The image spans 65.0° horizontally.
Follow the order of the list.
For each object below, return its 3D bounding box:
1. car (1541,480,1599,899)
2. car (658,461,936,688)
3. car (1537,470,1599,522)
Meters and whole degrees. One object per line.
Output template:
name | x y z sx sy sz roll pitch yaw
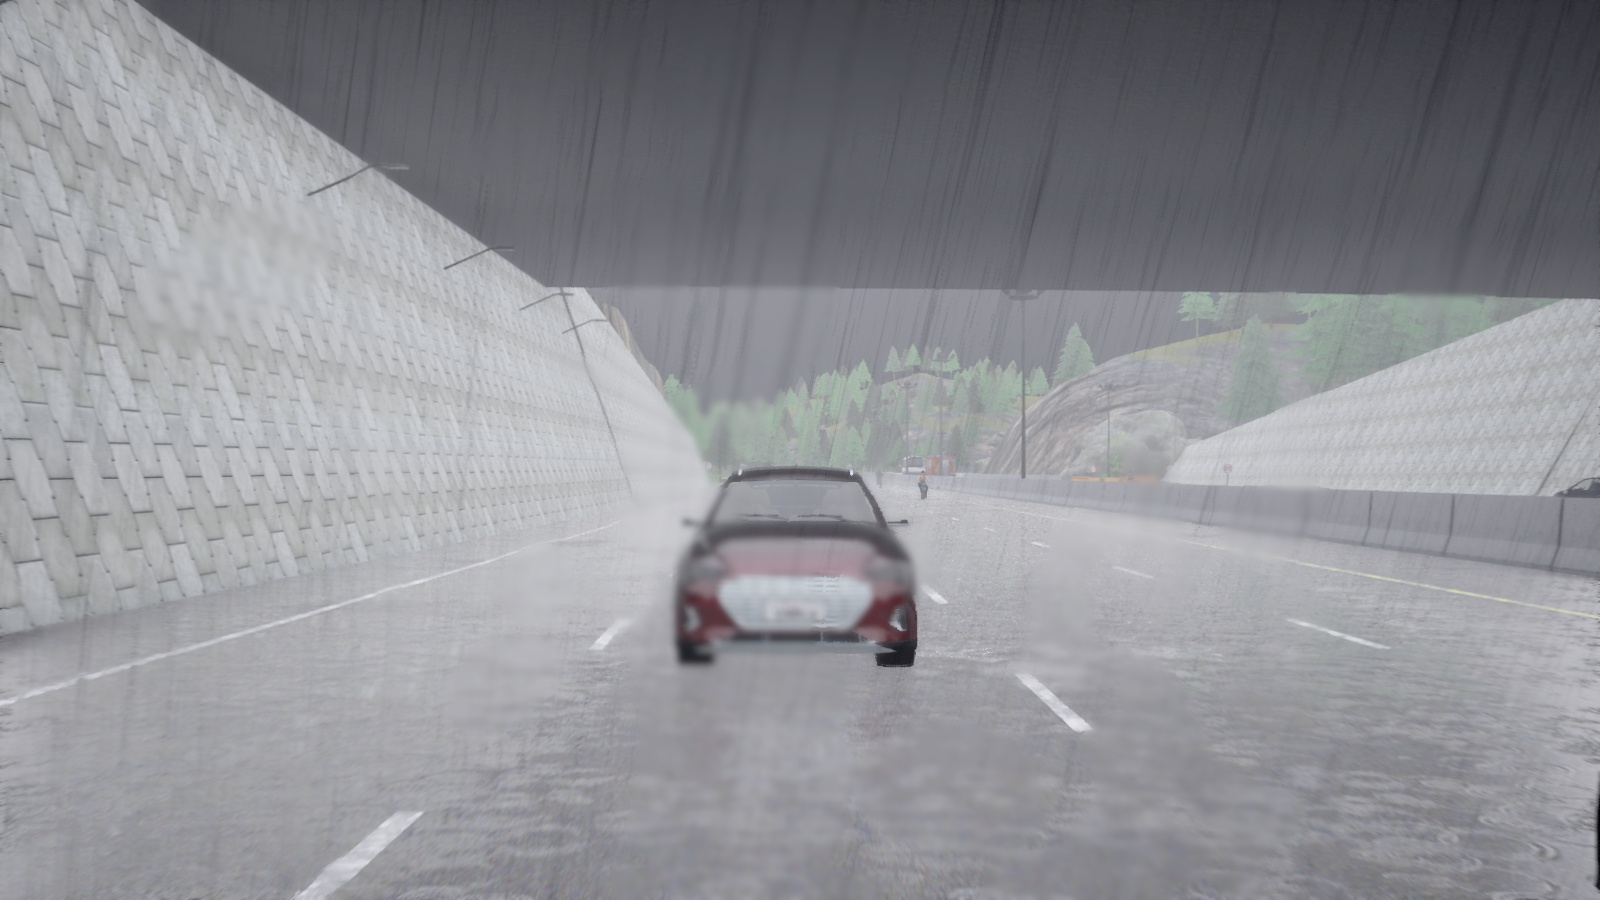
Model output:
car | 3.494 0.805 2.326 1.970 1.475 3.806 0 -1 0
car | -0.029 0.938 11.611 2.033 1.649 4.856 0 -1 0
car | 24.400 1.370 38.175 1.845 1.501 3.633 0 -1 0
